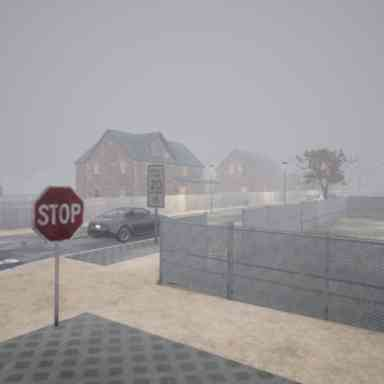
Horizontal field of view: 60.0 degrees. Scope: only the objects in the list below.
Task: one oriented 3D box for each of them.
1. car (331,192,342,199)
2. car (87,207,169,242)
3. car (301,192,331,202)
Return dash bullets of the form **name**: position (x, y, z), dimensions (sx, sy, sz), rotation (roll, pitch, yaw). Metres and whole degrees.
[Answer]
- **car**: position (20.501, 0.737, 48.283), dimensions (1.837, 1.490, 4.892), rotation (1, 1, 35)
- **car**: position (-2.756, 1.380, 15.492), dimensions (1.994, 1.385, 4.181), rotation (1, 1, 35)
- **car**: position (14.916, 0.968, 40.325), dimensions (1.895, 1.301, 4.718), rotation (1, 1, 36)
